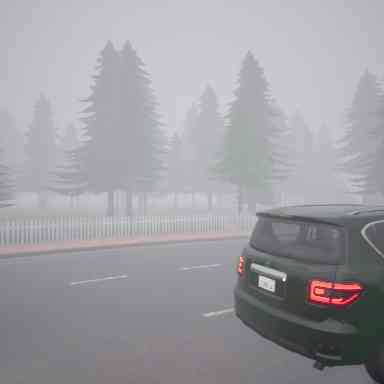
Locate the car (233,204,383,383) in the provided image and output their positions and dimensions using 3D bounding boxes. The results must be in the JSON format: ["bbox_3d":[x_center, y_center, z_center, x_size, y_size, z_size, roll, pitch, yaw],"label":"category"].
[{"bbox_3d":[3.305,1.222,5.348,5.566,2.045,2.150,0,0,-27],"label":"car"}]
